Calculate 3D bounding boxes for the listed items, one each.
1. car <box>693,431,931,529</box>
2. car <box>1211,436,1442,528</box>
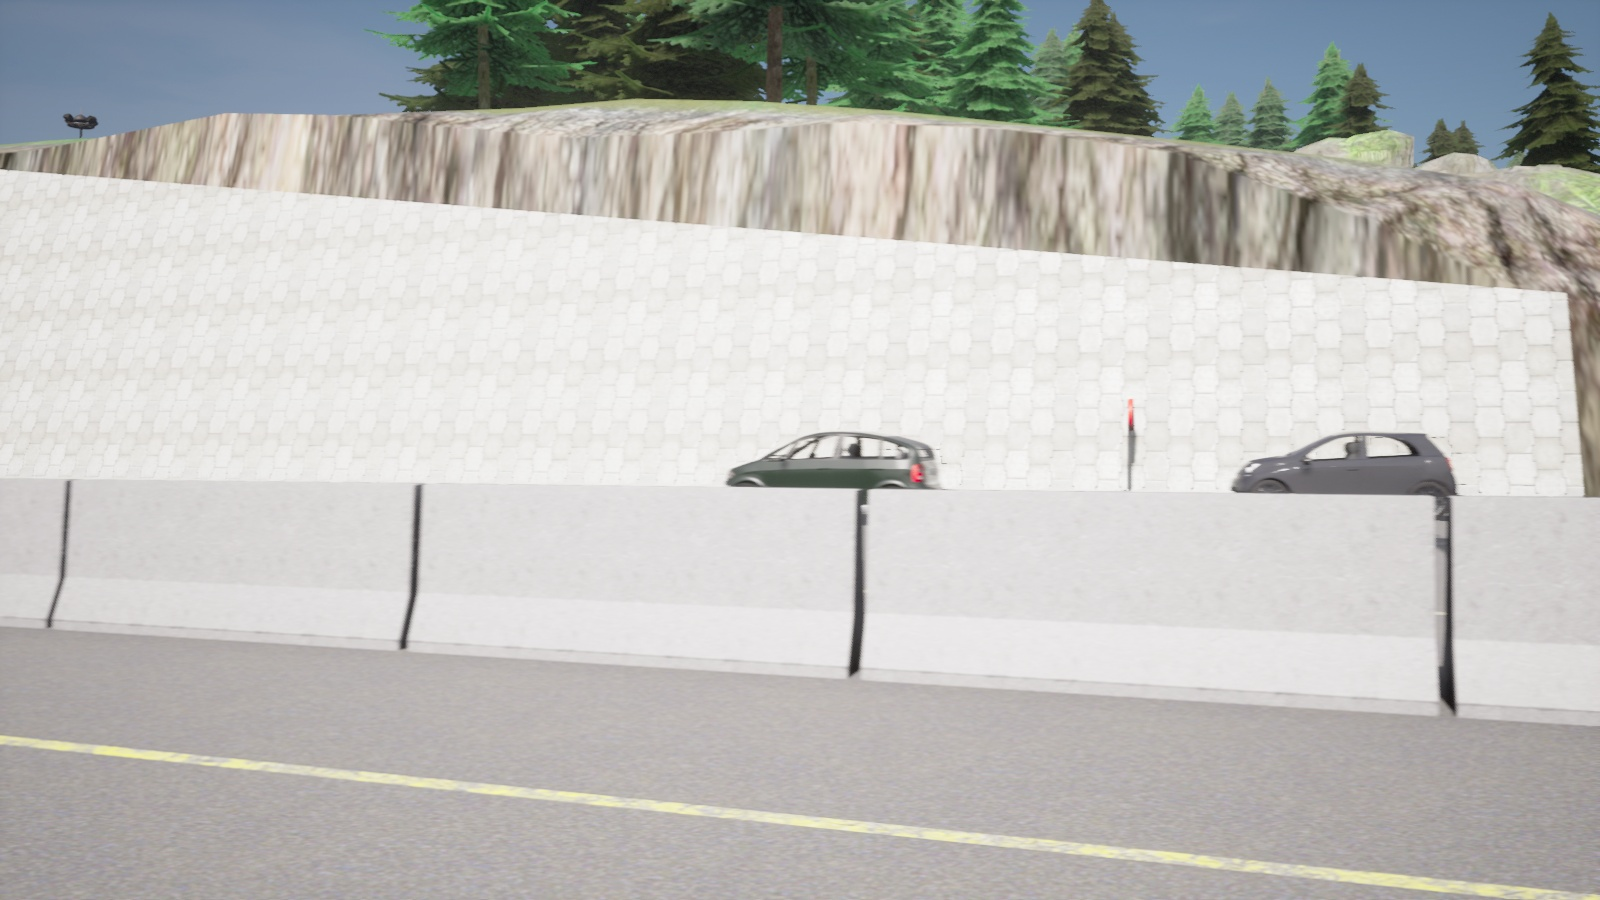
[{"bbox_3d":[0.234,0.460,21.576,3.705,1.549,1.789,1,1,19],"label":"car"},{"bbox_3d":[9.204,0.519,22.251,3.633,1.501,1.845,1,1,19],"label":"car"}]
